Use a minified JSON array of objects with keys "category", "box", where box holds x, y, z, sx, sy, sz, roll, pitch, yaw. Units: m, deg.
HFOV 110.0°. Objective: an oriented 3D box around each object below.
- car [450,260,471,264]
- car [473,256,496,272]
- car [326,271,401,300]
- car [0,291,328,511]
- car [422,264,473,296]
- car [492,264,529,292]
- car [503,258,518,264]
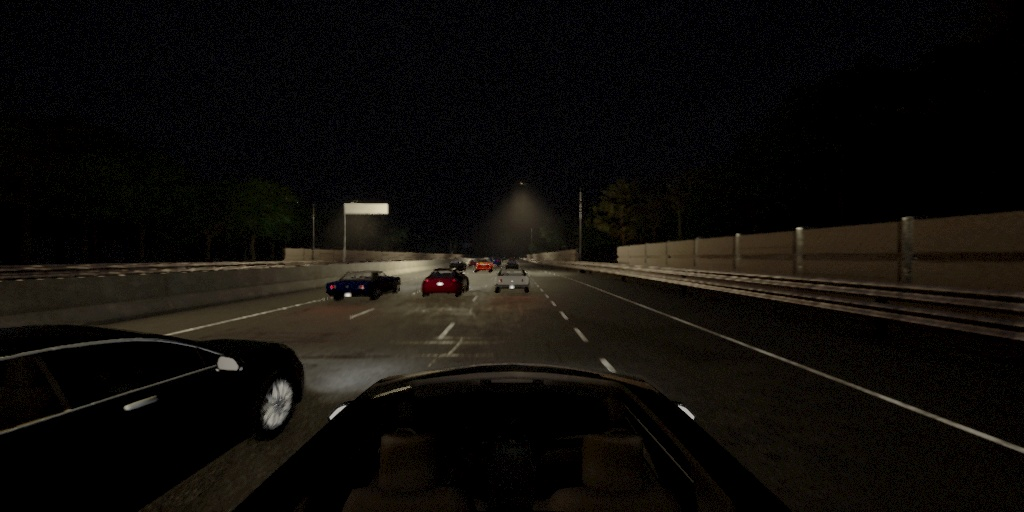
[{"category":"car","box":[-7.001,1.290,46.511,2.128,1.511,4.902,0,0,0]},{"category":"car","box":[-3.500,1.149,46.413,2.097,1.767,4.553,0,0,0]},{"category":"car","box":[-7.001,1.365,17.519,1.895,1.301,4.718,0,0,0]},{"category":"car","box":[-3.501,1.258,2.509,1.837,1.490,4.892,0,0,0]},{"category":"car","box":[-3.501,1.331,19.480,1.994,1.385,4.181,0,0,0]},{"category":"car","box":[-0.001,1.369,21.468,1.895,1.301,4.718,0,0,0]},{"category":"car","box":[0.000,1.376,56.435,1.994,1.385,4.181,0,0,0]}]
